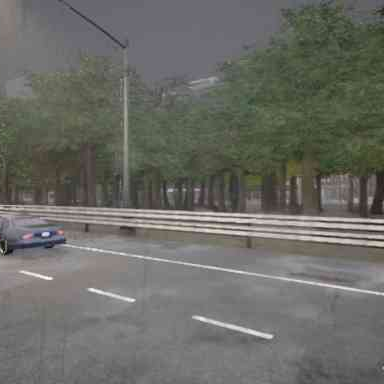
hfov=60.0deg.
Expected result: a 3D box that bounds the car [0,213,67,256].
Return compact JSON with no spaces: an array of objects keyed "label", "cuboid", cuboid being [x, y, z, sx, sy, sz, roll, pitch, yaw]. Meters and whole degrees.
[{"label":"car","cuboid":[-7.279,1.577,13.365,5.357,1.411,2.033,0,0,36]}]
